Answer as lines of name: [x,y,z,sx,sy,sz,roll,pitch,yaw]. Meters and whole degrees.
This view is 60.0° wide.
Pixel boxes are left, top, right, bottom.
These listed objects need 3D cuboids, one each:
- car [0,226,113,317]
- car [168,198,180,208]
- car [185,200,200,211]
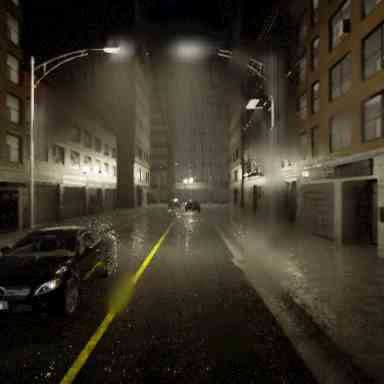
car: [-3.097,1.565,7.656,1.812,1.442,4.674,0,0,0]
car: [-2.979,1.835,55.695,2.128,1.511,4.902,0,-1,0]
car: [0.122,1.820,44.612,1.994,1.385,4.181,0,0,0]
